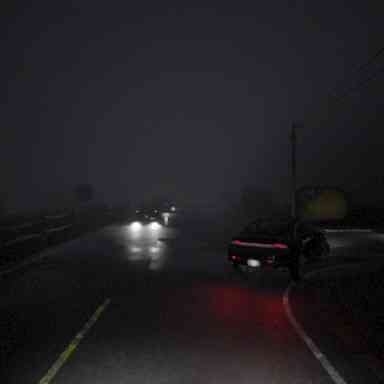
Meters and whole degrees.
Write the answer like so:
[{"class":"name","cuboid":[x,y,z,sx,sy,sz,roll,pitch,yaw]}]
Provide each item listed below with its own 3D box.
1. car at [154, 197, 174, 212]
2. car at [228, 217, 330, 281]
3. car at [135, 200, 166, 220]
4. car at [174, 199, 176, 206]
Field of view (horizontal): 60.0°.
[{"class":"car","cuboid":[-3.550,1.360,37.996,2.097,1.767,4.553,0,0,0]},{"class":"car","cuboid":[2.784,1.513,10.112,2.128,1.511,4.902,0,0,32]},{"class":"car","cuboid":[-3.566,1.606,28.263,1.895,1.301,4.718,0,0,0]},{"class":"car","cuboid":[-3.520,1.488,50.824,1.882,1.535,5.008,0,0,0]}]
